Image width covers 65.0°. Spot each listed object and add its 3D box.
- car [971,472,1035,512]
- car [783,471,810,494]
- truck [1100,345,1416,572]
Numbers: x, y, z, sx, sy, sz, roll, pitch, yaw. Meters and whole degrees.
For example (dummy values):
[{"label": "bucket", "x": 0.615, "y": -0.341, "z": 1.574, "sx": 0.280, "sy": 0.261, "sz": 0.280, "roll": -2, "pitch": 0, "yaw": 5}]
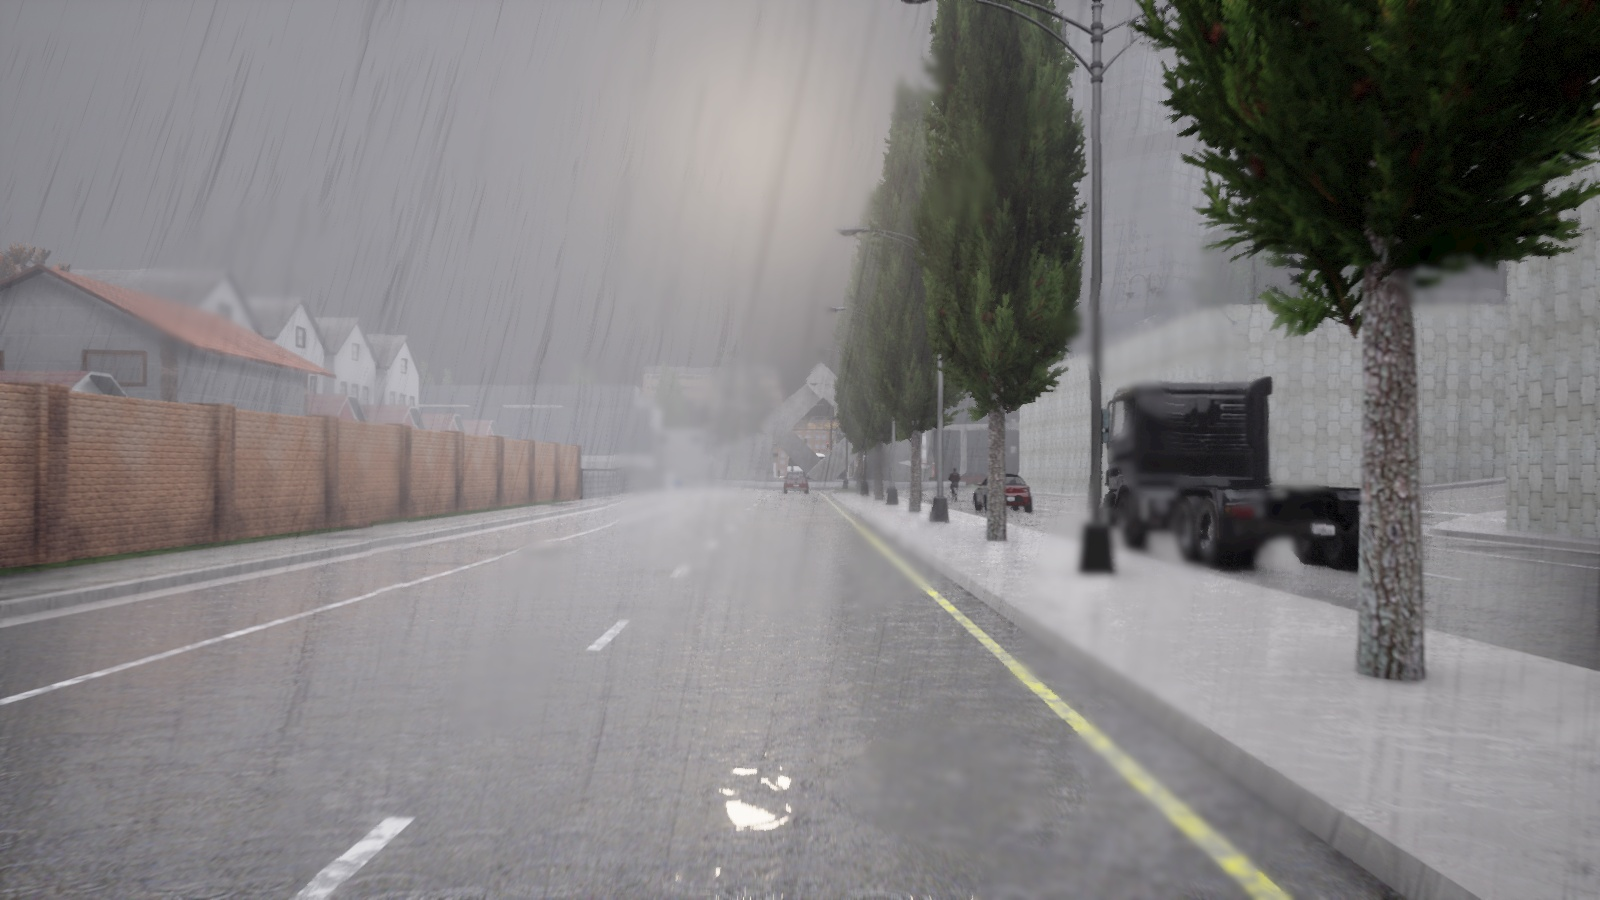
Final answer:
[{"label": "car", "x": 7.877, "y": 1.596, "z": 49.048, "sx": 1.816, "sy": 1.474, "sz": 4.193, "roll": -1, "pitch": -1, "yaw": 0}, {"label": "car", "x": -0.246, "y": 2.246, "z": 86.740, "sx": 1.789, "sy": 1.549, "sz": 3.705, "roll": 0, "pitch": -1, "yaw": -1}, {"label": "truck", "x": 7.940, "y": 0.188, "z": 23.151, "sx": 2.891, "sy": 3.462, "sz": 7.936, "roll": 0, "pitch": -1, "yaw": 0}]
